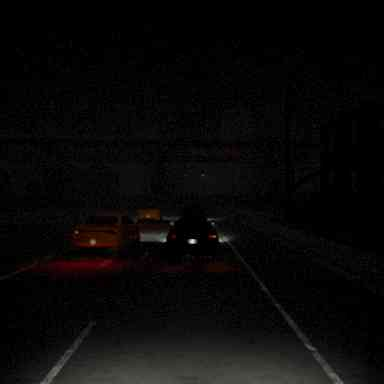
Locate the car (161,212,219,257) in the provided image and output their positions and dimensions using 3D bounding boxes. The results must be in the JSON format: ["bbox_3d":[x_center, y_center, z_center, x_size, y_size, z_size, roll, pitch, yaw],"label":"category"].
[{"bbox_3d":[0.021,1.713,13.545,1.994,1.385,4.181,0,-1,0],"label":"car"}]

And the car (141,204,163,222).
[{"bbox_3d":[-3.654,1.800,29.212,1.882,1.535,5.008,0,0,-4],"label":"car"}]

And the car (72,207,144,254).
[{"bbox_3d":[-3.476,1.635,14.217,1.882,1.535,5.008,0,0,0],"label":"car"}]

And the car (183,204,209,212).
[{"bbox_3d":[0.299,1.821,28.440,1.837,1.490,4.892,0,0,7],"label":"car"}]
